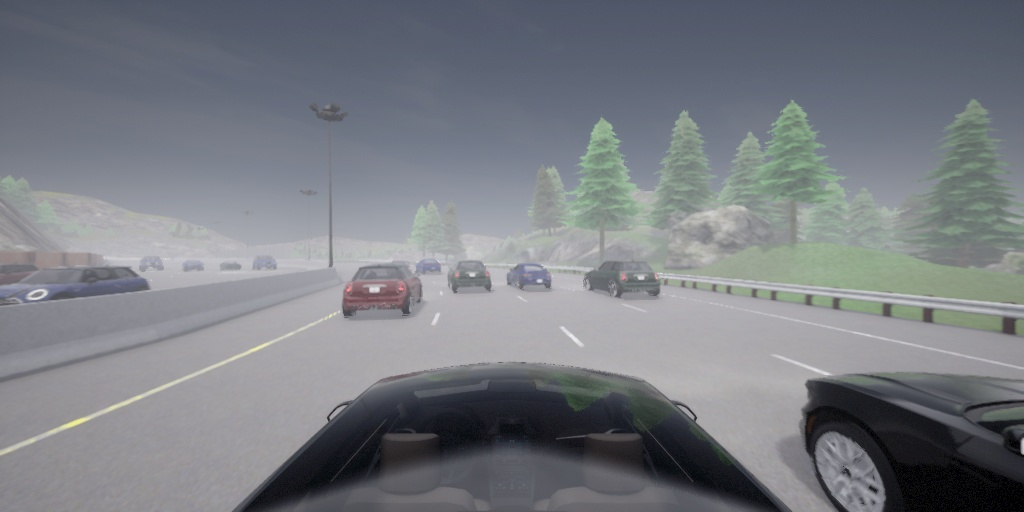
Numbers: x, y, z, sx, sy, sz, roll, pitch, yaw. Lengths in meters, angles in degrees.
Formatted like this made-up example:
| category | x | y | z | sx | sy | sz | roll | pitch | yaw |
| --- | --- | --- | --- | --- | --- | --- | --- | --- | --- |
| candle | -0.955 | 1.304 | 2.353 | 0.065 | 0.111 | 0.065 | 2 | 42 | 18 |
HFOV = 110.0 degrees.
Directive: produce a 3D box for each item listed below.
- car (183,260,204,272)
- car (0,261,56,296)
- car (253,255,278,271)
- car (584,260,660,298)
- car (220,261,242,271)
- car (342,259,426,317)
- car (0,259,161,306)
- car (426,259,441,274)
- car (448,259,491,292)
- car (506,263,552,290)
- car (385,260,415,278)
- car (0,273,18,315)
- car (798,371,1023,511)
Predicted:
| category | x | y | z | sx | sy | sz | roll | pitch | yaw |
| --- | --- | --- | --- | --- | --- | --- | --- | --- | --- |
| car | -42.367 | 1.225 | 47.683 | 5.008 | 1.535 | 1.882 | 0 | 0 | 44 |
| car | -27.590 | 1.185 | 18.984 | 2.097 | 1.767 | 4.553 | -1 | 0 | -19 |
| car | -33.986 | 0.899 | 49.281 | 2.150 | 2.045 | 5.566 | -1 | 1 | -44 |
| car | 5.237 | 0.958 | 17.675 | 2.097 | 1.767 | 4.553 | 0 | 0 | -10 |
| car | -37.591 | 1.314 | 47.942 | 4.718 | 1.301 | 1.895 | 0 | 1 | 45 |
| car | -4.591 | 1.058 | 13.289 | 2.097 | 1.767 | 4.553 | -1 | 0 | -8 |
| car | -15.238 | 1.140 | 12.379 | 2.097 | 1.767 | 4.553 | -1 | 0 | -10 |
| car | -8.944 | 1.050 | 38.102 | 1.882 | 1.535 | 5.008 | -1 | 0 | -26 |
| car | -2.564 | 0.995 | 20.744 | 2.097 | 1.767 | 4.553 | -1 | 0 | -14 |
| car | 0.927 | 1.139 | 21.264 | 1.812 | 1.442 | 4.674 | 0 | 0 | -14 |
| car | -10.694 | 1.160 | 33.907 | 2.033 | 1.411 | 5.357 | -1 | 0 | -25 |
| car | -18.439 | 1.349 | 10.550 | 1.812 | 1.442 | 4.674 | 0 | 0 | -9 |
| car | 3.386 | 1.208 | 1.043 | 1.882 | 1.535 | 5.008 | 0 | 0 | 1 |
